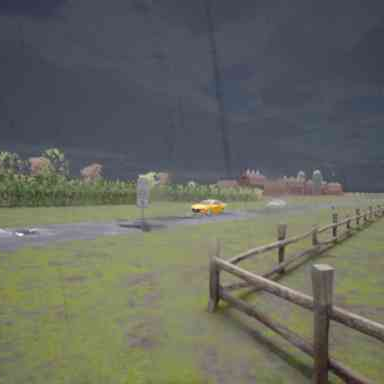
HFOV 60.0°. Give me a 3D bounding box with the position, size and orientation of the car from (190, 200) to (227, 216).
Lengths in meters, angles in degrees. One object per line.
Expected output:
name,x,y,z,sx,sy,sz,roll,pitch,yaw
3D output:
car,1.755,1.557,33.990,1.882,1.535,5.008,1,0,34

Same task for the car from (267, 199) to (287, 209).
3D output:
car,12.954,1.842,50.501,1.812,1.442,4.674,1,0,34
